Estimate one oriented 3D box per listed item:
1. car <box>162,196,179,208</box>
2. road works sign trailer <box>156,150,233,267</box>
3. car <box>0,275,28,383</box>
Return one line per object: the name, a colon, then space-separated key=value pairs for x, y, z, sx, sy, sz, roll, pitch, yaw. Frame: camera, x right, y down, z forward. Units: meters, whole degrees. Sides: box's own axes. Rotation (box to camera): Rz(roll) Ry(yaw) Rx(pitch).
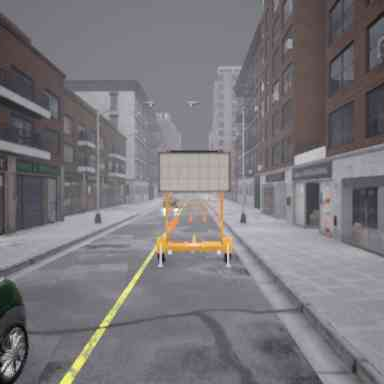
car: x=-2.767 y=1.272 z=43.861 sx=1.837 sy=1.490 sz=4.892 roll=0 pitch=0 yaw=0
road works sign trailer: x=0.083 y=0.408 z=11.184 sx=2.380 sy=3.560 sz=2.880 roll=0 pitch=0 yaw=0
car: x=-3.087 y=1.341 z=2.207 sx=2.097 sy=1.767 sz=4.553 roll=0 pitch=0 yaw=0
